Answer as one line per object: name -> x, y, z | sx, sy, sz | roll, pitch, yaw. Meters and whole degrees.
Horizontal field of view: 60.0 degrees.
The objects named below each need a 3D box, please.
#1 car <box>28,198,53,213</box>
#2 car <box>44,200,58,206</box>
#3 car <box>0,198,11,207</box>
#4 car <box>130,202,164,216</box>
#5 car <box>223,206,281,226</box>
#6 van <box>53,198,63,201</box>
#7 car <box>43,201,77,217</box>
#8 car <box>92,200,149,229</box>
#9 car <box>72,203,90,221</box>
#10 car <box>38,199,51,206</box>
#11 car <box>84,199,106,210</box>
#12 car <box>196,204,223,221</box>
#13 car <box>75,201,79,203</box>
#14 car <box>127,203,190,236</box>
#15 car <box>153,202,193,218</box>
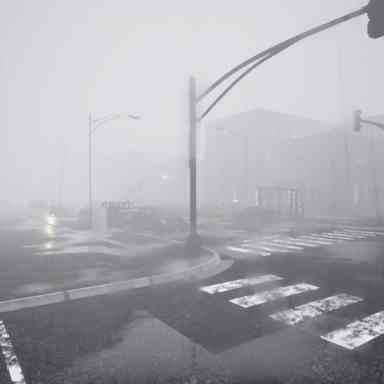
car -> -22.080, 1.952, 47.645 | 2.192, 1.841, 5.009 | -1, 0, -36
car -> -32.062, 2.445, 75.347 | 1.887, 1.381, 4.507 | -1, 0, -36
car -> -42.194, 2.358, 74.961 | 2.192, 1.841, 5.009 | -1, 0, -36
car -> -5.290, 1.911, 38.893 | 2.008, 1.369, 4.403 | -1, 0, -36
car -> 4.751, 1.725, 25.222 | 1.947, 1.339, 4.313 | -1, 0, -36
van -> -28.721, 2.174, 70.790 | 1.690, 1.788, 3.998 | -1, 0, -36
car -> -15.382, 2.053, 38.532 | 2.008, 1.369, 4.403 | -1, 0, -36
car -> -5.346, 1.616, 24.862 | 2.192, 1.841, 5.009 | -1, 0, -36
car -> -8.688, 1.919, 29.419 | 2.008, 1.369, 4.403 | -1, 0, -36
car -> -35.510, 2.495, 80.041 | 1.752, 1.417, 4.829 | -1, 0, -36
car -> -15.333, 2.003, 52.563 | 1.967, 1.590, 4.097 | -1, 0, -36
car -> 1.303, 1.753, 29.916 | 1.752, 1.417, 4.829 | -1, 0, -36
car -> -22.022, 2.280, 61.677 | 1.802, 1.307, 4.206 | -1, 0, -36
car -> -1.997, 1.674, 20.305 | 1.967, 1.590, 4.097 | -1, 0, -36
car -> -2.044, 1.821, 34.473 | 1.752, 1.417, 4.829 | -1, 0, -36
